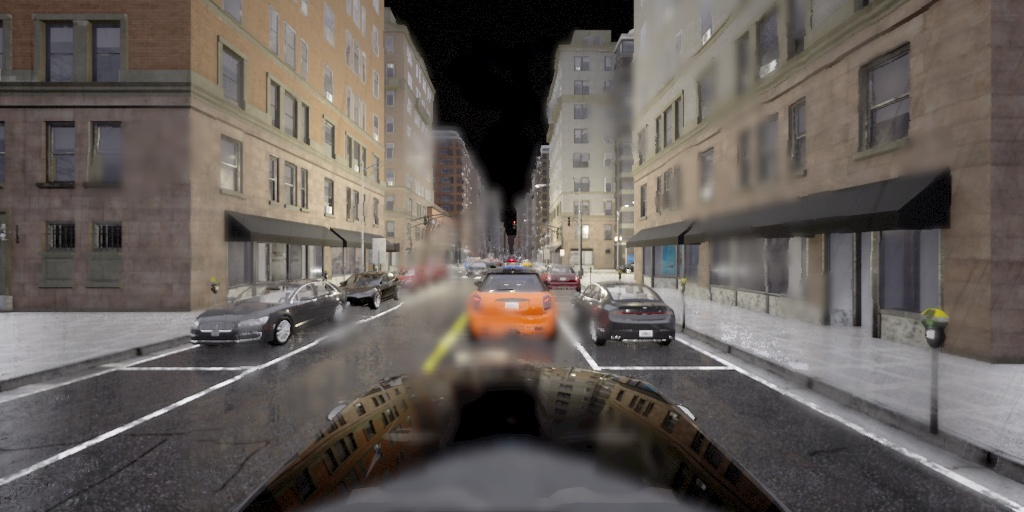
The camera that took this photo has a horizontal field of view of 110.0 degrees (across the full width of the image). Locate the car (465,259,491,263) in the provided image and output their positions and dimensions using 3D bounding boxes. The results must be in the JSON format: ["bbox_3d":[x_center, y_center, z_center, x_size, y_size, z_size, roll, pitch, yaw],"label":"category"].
[{"bbox_3d":[-3.130,1.301,34.200,1.812,1.442,4.674,0,0,0],"label":"car"}]

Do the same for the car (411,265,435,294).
[{"bbox_3d":[-5.873,1.347,20.327,1.802,1.307,4.207,0,0,0],"label":"car"}]

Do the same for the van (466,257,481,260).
[{"bbox_3d":[-5.904,1.127,52.799,1.690,1.789,3.998,0,0,0],"label":"van"}]

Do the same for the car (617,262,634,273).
[{"bbox_3d":[14.530,1.276,40.998,4.892,1.490,1.837,0,0,1],"label":"car"}]

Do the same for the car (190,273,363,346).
[{"bbox_3d":[-5.863,1.307,9.279,2.007,1.370,4.403,0,0,0],"label":"car"}]

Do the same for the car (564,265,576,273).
[{"bbox_3d":[2.653,1.205,20.361,1.967,1.591,4.097,0,0,0],"label":"car"}]

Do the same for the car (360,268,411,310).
[{"bbox_3d":[-5.868,1.327,14.804,1.948,1.339,4.313,0,0,0],"label":"car"}]

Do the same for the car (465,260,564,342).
[{"bbox_3d":[0.013,1.109,9.970,2.097,1.767,4.553,0,0,0],"label":"car"}]

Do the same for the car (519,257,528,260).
[{"bbox_3d":[2.611,1.319,64.192,1.751,1.417,4.829,0,0,0],"label":"car"}]

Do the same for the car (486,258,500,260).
[{"bbox_3d":[-3.146,1.387,51.894,1.895,1.301,4.718,0,0,0],"label":"car"}]

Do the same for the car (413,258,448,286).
[{"bbox_3d":[-5.879,1.084,25.851,2.192,1.841,5.009,0,0,0],"label":"car"}]

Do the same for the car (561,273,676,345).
[{"bbox_3d":[2.663,1.307,9.310,2.007,1.370,4.403,0,0,0],"label":"car"}]
